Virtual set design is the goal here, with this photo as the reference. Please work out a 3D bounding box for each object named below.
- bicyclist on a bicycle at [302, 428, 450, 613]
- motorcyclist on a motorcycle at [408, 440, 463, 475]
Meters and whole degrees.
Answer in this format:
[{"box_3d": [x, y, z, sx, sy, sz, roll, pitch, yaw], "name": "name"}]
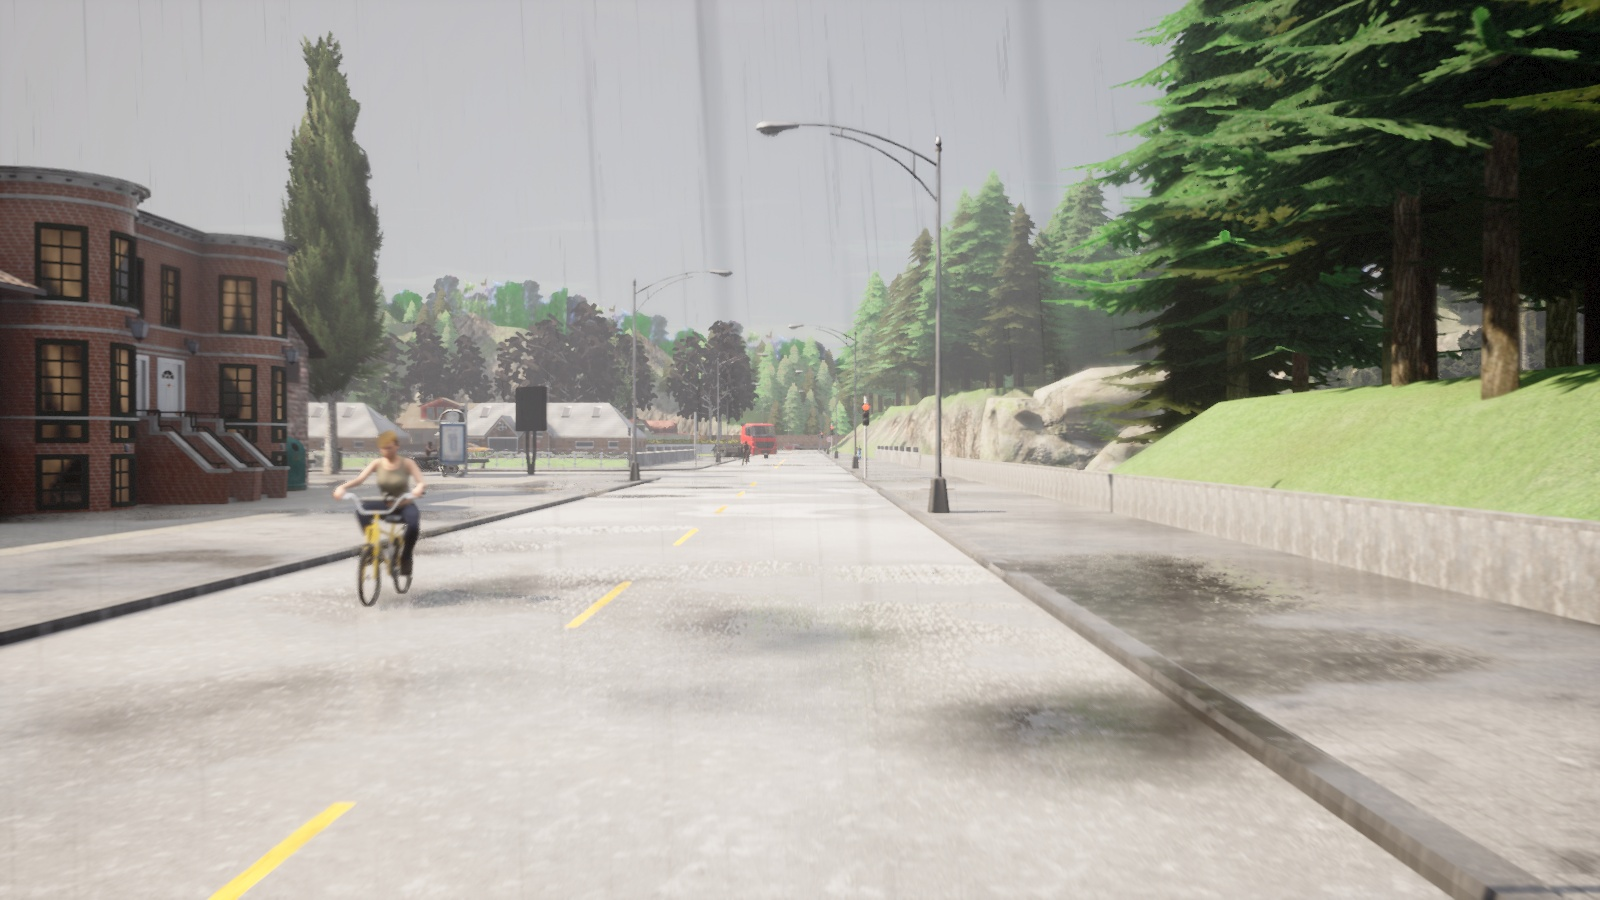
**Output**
[{"box_3d": [-3.922, 0.614, 11.751, 0.866, 1.612, 1.509, 0, 0, 0], "name": "bicyclist on a bicycle"}, {"box_3d": [-17.148, 0.350, 59.150, 2.350, 1.649, 0.766, 0, 0, 0], "name": "motorcyclist on a motorcycle"}]
